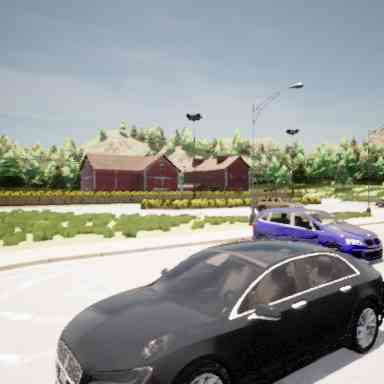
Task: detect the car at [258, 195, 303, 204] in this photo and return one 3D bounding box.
[{"bbox_3d":[8.245,1.233,31.033,1.932,1.855,4.605,0,0,-35],"label":"car"}]

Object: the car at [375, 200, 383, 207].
[{"bbox_3d":[26.553,1.391,44.078,1.784,1.438,3.905,0,0,-35],"label":"car"}]

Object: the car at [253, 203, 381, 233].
[{"bbox_3d":[4.371,1.449,12.136,2.242,1.667,4.611,0,0,-35],"label":"car"}]

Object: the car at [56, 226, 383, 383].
[{"bbox_3d":[0.769,1.494,4.535,4.892,1.490,1.837,0,0,-35],"label":"car"}]
